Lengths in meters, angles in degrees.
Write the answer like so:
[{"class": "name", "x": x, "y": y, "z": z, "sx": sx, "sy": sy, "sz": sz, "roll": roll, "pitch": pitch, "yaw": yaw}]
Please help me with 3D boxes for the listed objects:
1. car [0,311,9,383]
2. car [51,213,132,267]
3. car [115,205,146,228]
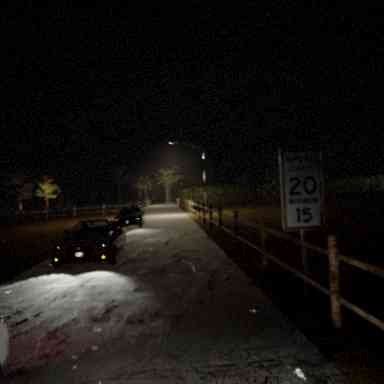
[{"class": "car", "x": -2.889, "y": 1.654, "z": 1.975, "sx": 1.812, "sy": 1.442, "sz": 4.674, "roll": -3, "pitch": 0, "yaw": -3}, {"class": "car", "x": -3.579, "y": 1.733, "z": 12.174, "sx": 1.994, "sy": 1.385, "sz": 4.181, "roll": -3, "pitch": 0, "yaw": -4}, {"class": "car", "x": -4.462, "y": 1.757, "z": 24.374, "sx": 1.837, "sy": 1.490, "sz": 4.892, "roll": -3, "pitch": 0, "yaw": -4}]
